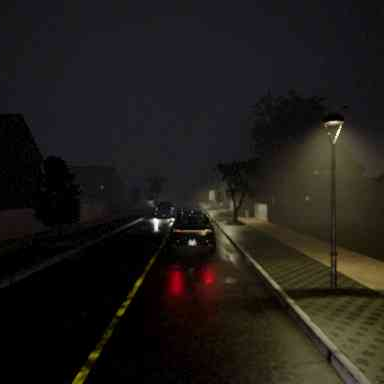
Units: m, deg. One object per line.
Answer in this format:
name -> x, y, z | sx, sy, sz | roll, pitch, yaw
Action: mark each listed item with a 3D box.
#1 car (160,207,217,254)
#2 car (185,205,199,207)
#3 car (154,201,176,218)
car -> 0.015, 1.639, 14.295 | 2.128, 1.511, 4.902 | 0, -1, 0
car -> 0.021, 1.857, 28.982 | 2.033, 1.411, 5.357 | 0, -1, 0
car -> -2.729, 1.725, 34.660 | 2.097, 1.767, 4.553 | 0, 0, 0
